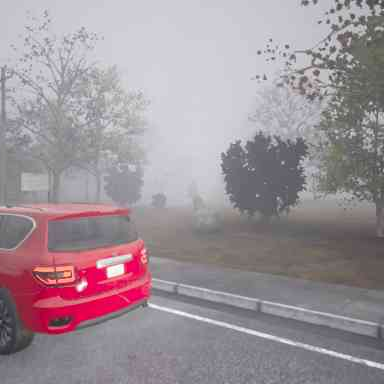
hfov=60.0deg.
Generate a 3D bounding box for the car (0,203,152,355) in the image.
[{"bbox_3d":[-3.281,1.221,6.321,5.566,2.045,2.150,0,0,35],"label":"car"}]
